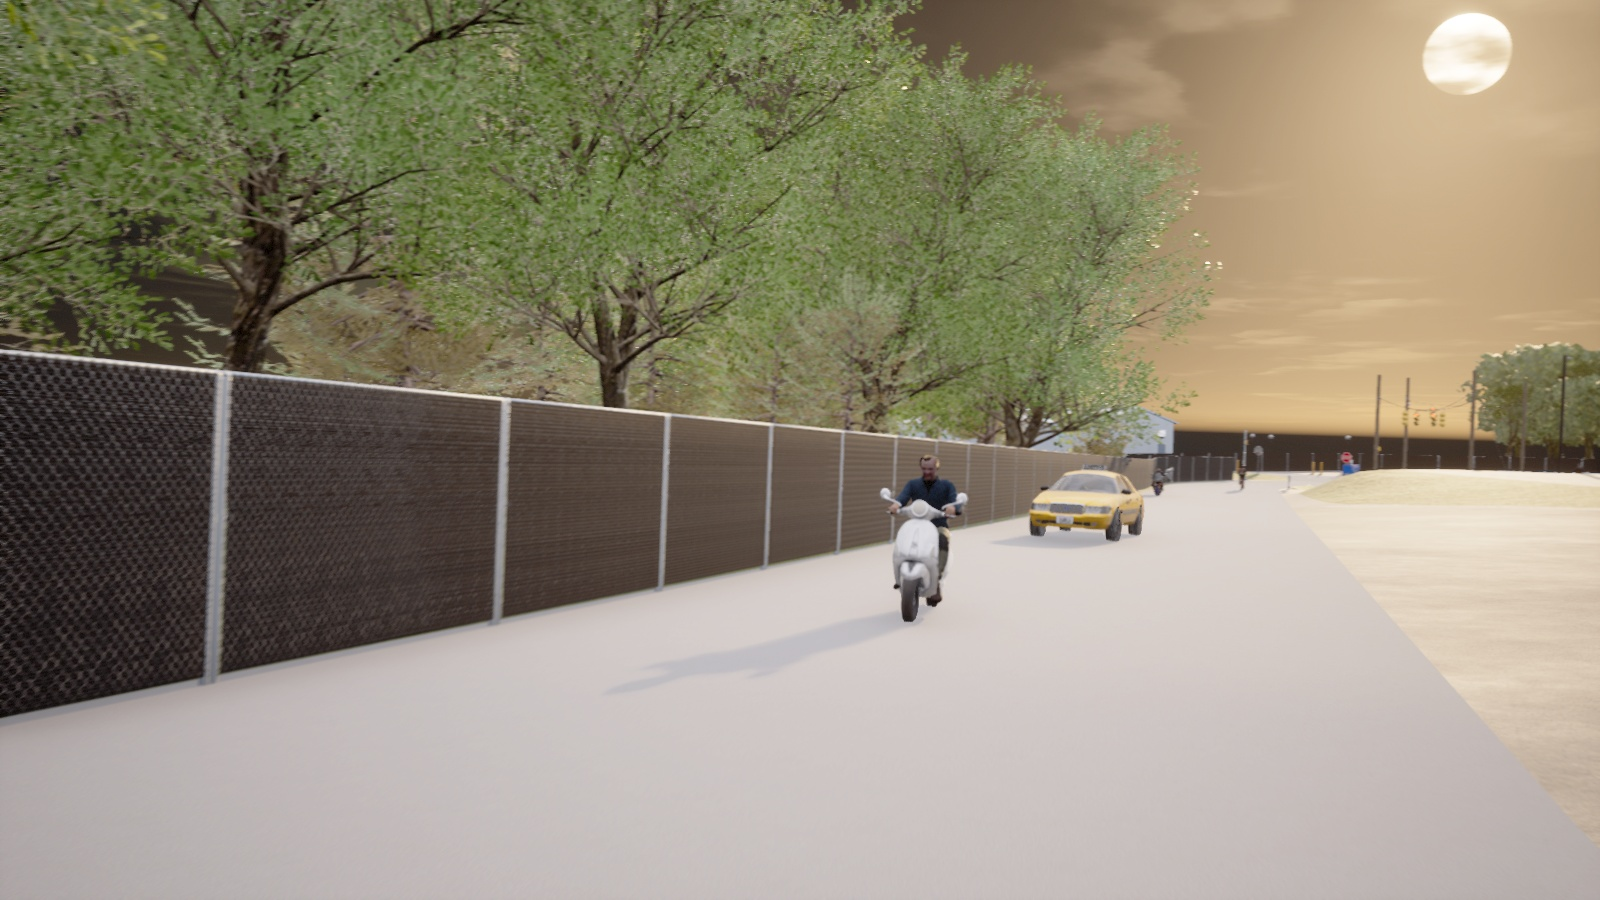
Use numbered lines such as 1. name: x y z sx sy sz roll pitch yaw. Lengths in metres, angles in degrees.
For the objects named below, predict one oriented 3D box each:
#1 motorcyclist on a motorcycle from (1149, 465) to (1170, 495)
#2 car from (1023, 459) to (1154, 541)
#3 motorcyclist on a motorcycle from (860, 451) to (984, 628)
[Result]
1. motorcyclist on a motorcycle: 19.345 1.586 67.491 0.866 1.530 2.191 2 1 20
2. car: 6.470 1.030 27.721 1.801 1.575 5.366 2 0 24
3. motorcyclist on a motorcycle: 1.257 0.828 12.514 0.866 1.590 1.817 2 0 16
